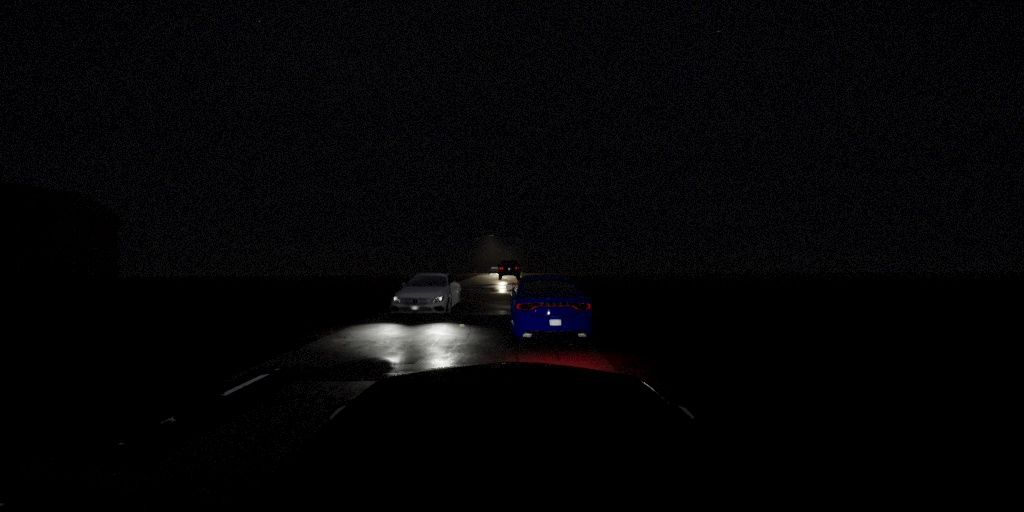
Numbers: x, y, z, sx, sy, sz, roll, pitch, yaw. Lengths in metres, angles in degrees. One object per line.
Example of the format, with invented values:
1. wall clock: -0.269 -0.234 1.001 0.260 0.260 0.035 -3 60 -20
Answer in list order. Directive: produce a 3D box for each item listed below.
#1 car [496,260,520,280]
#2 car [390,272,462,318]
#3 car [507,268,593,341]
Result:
1. car: -0.299 1.444 38.005 2.150 2.045 5.566 0 -1 -1
2. car: -2.980 1.326 13.294 1.812 1.442 4.674 0 0 0
3. car: 0.881 1.254 9.970 1.882 1.535 5.008 0 0 -1
